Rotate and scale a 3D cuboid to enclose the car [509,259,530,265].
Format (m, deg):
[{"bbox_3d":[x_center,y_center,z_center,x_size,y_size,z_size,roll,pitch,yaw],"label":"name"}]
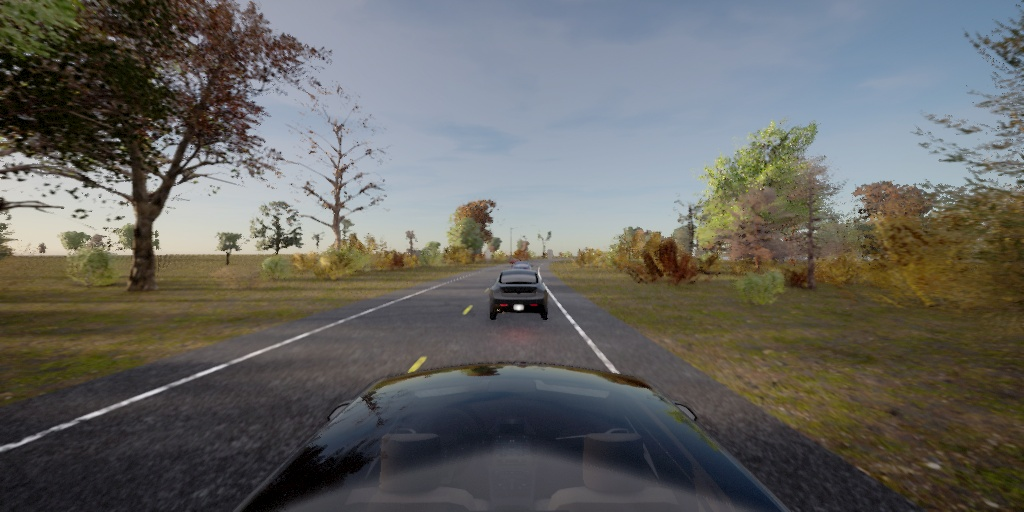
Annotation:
[{"bbox_3d":[0.848,1.226,30.887,1.812,1.442,4.674,0,0,3],"label":"car"}]

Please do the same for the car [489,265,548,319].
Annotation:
[{"bbox_3d":[0.238,1.239,12.803,1.837,1.490,4.892,0,0,1],"label":"car"}]
